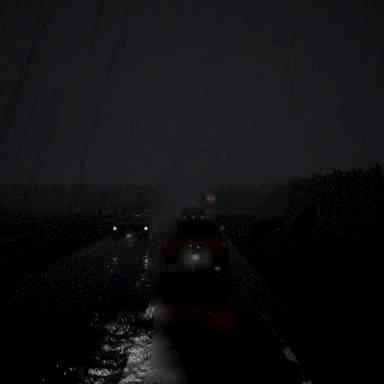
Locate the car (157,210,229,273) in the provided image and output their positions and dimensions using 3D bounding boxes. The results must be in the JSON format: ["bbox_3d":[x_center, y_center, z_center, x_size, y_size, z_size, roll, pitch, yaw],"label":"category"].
[{"bbox_3d":[0.100,1.592,11.145,1.882,1.535,5.008,0,0,0],"label":"car"}]

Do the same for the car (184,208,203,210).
[{"bbox_3d":[0.110,1.857,25.661,1.895,1.301,4.718,0,-1,0],"label":"car"}]

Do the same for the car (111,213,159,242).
[{"bbox_3d":[-2.835,1.777,17.470,1.895,1.301,4.718,0,-1,0],"label":"car"}]
